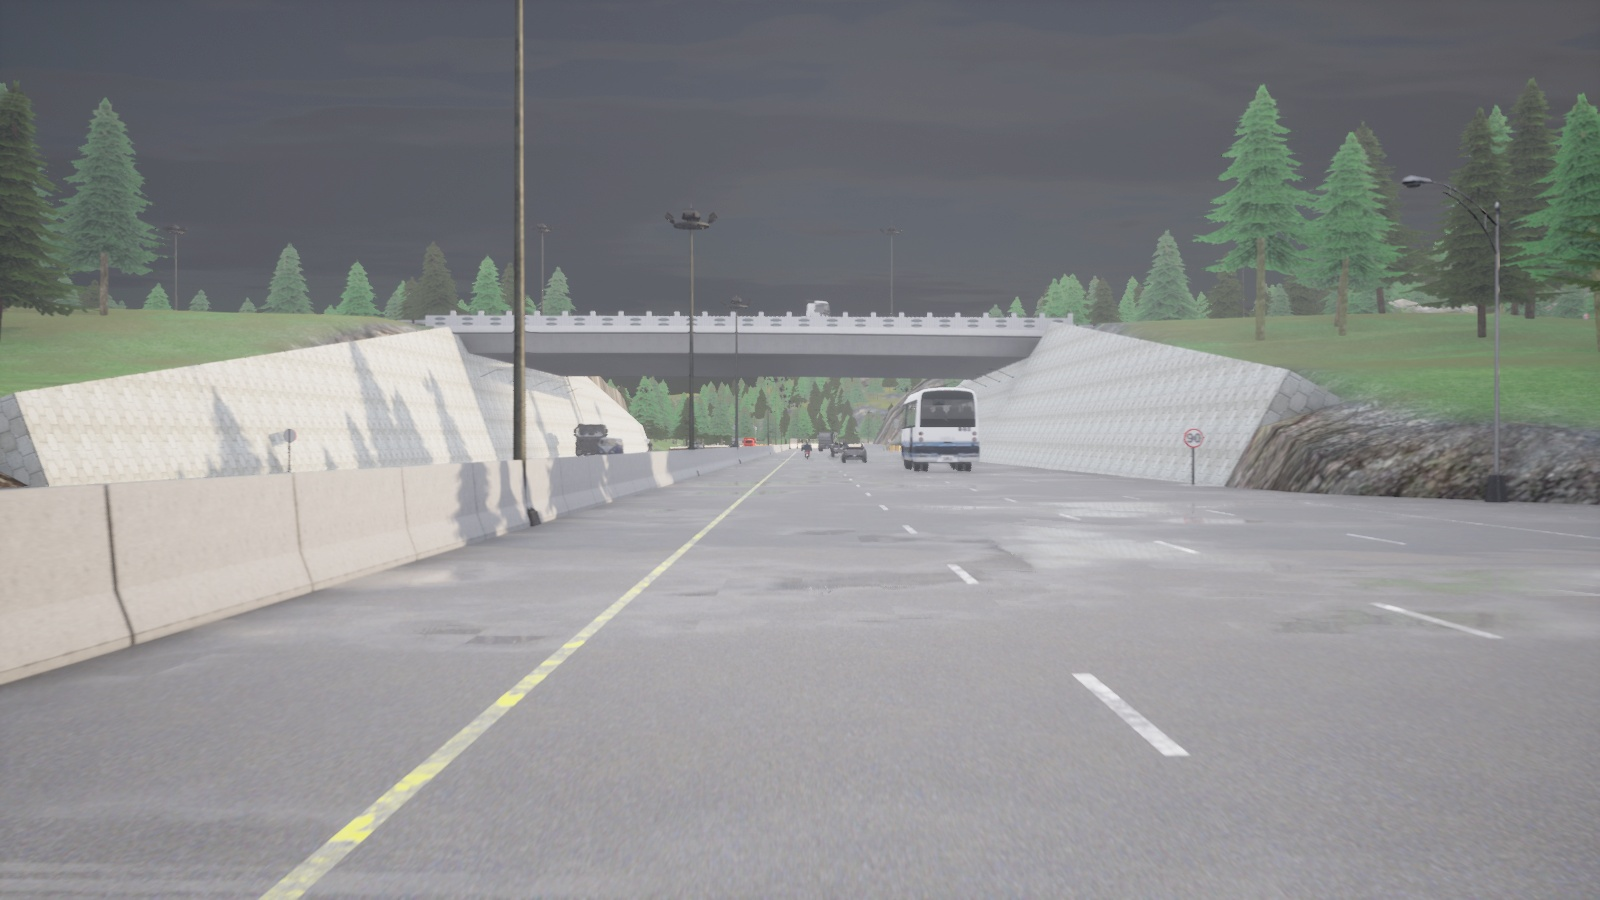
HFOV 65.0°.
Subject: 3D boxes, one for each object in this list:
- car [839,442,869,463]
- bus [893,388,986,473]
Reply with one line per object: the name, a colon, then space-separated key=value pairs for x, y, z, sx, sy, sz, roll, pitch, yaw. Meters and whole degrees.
car: x=4.059 y=0.168 z=95.404 sx=2.128 sy=1.511 sz=4.902 roll=0 pitch=0 yaw=0
bus: x=7.405 y=-1.009 z=68.325 sx=3.944 sy=4.253 sz=10.273 roll=0 pitch=0 yaw=0
